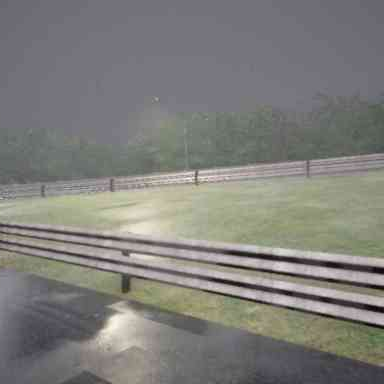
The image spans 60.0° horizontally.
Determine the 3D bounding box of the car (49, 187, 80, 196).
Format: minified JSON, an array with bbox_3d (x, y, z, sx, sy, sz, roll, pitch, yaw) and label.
[{"bbox_3d":[-17.793,-0.010,46.489,4.674,1.442,1.812,-4,-2,22],"label":"car"}]
